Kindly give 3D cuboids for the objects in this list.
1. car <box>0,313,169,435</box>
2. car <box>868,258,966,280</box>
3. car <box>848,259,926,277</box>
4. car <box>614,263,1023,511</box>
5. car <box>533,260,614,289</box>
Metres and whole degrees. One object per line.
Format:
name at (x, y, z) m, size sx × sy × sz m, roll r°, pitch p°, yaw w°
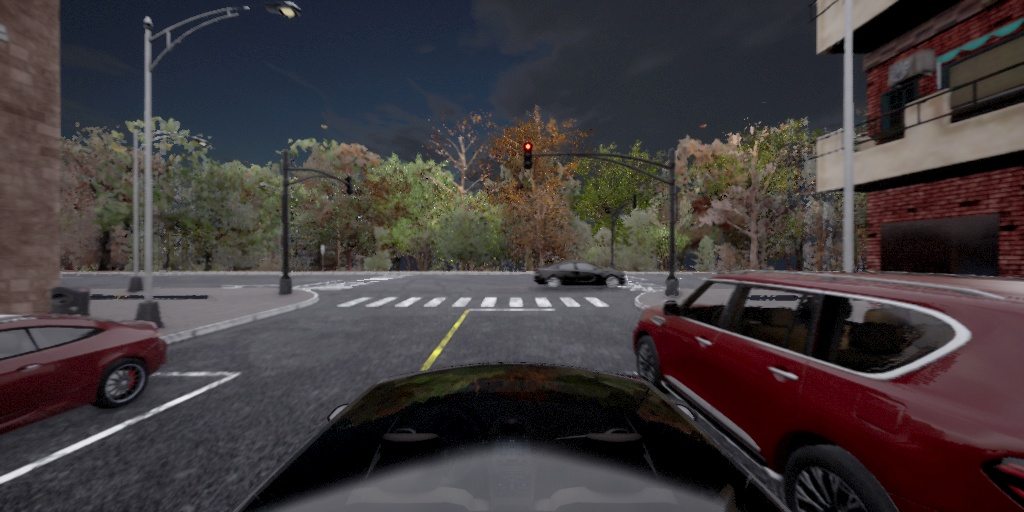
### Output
car at (-5.819, 1.307, 3.504) m, size 1.802 × 1.307 × 4.207 m, roll 0°, pitch 0°, yaw 0°
car at (28.961, 0.892, 25.748) m, size 4.892 × 1.490 × 1.837 m, roll 0°, pitch 0°, yaw 1°
car at (30.176, 0.945, 28.971) m, size 4.181 × 1.385 × 1.994 m, roll 0°, pitch 0°, yaw 1°
car at (2.829, 1.039, 3.468) m, size 2.192 × 1.841 × 5.009 m, roll 0°, pitch 0°, yaw 0°
car at (3.638, 0.983, 19.608) m, size 5.008 × 1.535 × 1.882 m, roll 0°, pitch 0°, yaw 1°
